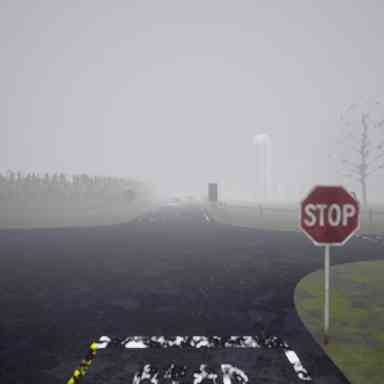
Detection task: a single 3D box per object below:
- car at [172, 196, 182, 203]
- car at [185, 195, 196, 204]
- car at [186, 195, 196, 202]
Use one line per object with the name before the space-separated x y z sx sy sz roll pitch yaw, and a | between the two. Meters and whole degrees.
car | -2.975 1.512 65.644 1.895 1.301 4.718 0 0 0
car | -0.208 1.391 61.086 1.882 1.535 5.008 0 0 0
car | -0.247 1.361 71.505 2.128 1.511 4.902 0 0 0
